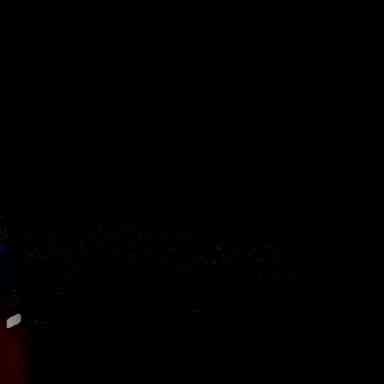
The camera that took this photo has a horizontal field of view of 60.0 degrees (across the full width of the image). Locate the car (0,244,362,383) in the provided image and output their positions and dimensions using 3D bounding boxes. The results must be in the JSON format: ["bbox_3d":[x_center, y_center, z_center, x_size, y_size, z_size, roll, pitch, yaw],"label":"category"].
[{"bbox_3d":[-0.707,1.510,3.476,4.507,1.381,1.887,1,0,36],"label":"car"}]

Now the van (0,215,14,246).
[{"bbox_3d":[-5.262,1.231,6.743,3.998,1.788,1.690,1,0,36],"label":"van"}]
